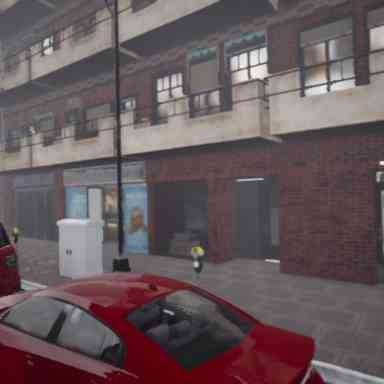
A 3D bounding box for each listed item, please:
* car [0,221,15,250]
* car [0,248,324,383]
[{"bbox_3d":[-5.499,1.398,6.819,5.009,1.841,2.192,-1,-1,36],"label":"car"},{"bbox_3d":[-0.989,1.573,3.597,4.507,1.381,1.887,-1,-1,36],"label":"car"}]
